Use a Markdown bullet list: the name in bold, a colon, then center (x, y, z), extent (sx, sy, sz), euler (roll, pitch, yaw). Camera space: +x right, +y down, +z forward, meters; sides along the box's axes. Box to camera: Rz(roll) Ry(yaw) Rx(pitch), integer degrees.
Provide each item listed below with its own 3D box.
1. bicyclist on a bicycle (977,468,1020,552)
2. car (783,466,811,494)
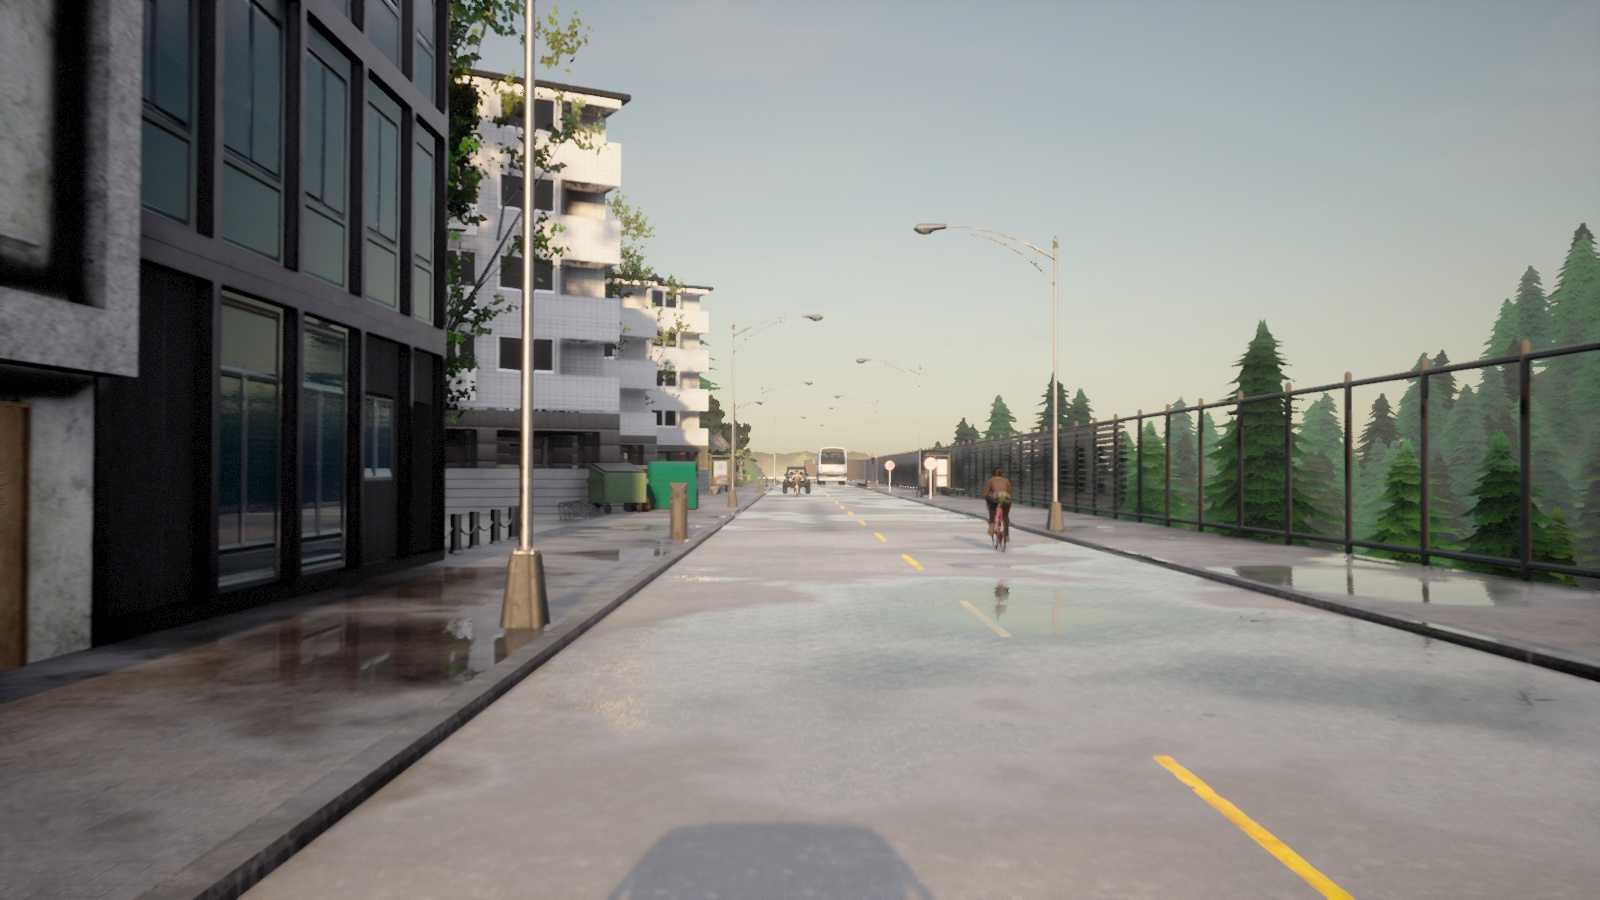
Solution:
- **bicyclist on a bicycle**: center (3.928, 1.169, 24.927), extent (0.582, 1.620, 1.656), euler (0, -1, 0)
- **car**: center (-0.225, 2.065, 86.842), extent (1.905, 1.878, 3.866), euler (0, -1, 0)
